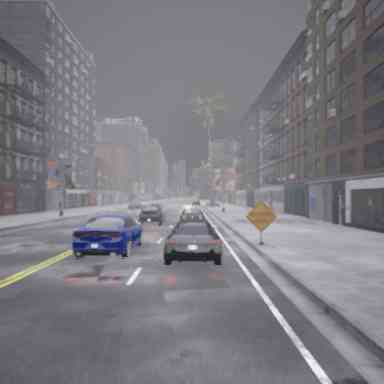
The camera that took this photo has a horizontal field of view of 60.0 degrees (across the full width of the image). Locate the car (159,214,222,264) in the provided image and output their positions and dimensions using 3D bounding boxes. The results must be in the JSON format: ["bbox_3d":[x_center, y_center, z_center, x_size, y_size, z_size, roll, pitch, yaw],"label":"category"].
[{"bbox_3d":[0.045,1.726,12.438,1.994,1.385,4.181,0,-1,1],"label":"car"}]

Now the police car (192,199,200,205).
[{"bbox_3d":[0.980,2.532,78.777,1.930,1.638,5.238,0,-1,0],"label":"police car"}]

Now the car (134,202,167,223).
[{"bbox_3d":[-3.204,1.877,27.322,1.837,1.490,4.892,0,0,0],"label":"car"}]

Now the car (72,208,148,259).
[{"bbox_3d":[-3.196,1.653,13.469,1.882,1.535,5.008,0,-1,1],"label":"car"}]

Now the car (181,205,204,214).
[{"bbox_3d":[0.040,1.963,26.702,1.895,1.301,4.718,0,-1,0],"label":"car"}]

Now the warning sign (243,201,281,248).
[{"bbox_3d":[2.851,1.293,13.677,1.300,1.860,1.060,0,-1,0],"label":"warning sign"}]

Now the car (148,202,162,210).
[{"bbox_3d":[-6.536,2.418,58.478,1.895,1.301,4.718,0,-1,1],"label":"car"}]

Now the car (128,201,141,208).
[{"bbox_3d":[-9.800,2.307,57.439,1.837,1.490,4.892,0,-1,1],"label":"car"}]

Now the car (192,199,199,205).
[{"bbox_3d":[0.980,2.705,88.856,1.801,1.575,5.366,0,-1,0],"label":"car"}]
